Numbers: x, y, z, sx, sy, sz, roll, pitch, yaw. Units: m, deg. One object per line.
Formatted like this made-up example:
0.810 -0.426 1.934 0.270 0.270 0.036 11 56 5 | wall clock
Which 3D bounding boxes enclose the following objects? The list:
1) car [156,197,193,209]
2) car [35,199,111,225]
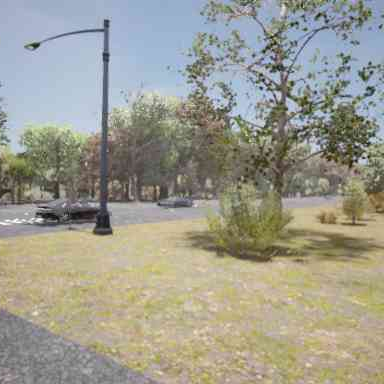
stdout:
-1.973 1.270 40.542 2.033 1.411 5.357 1 1 36 | car
-7.425 1.214 21.292 2.128 1.511 4.902 1 0 36 | car
